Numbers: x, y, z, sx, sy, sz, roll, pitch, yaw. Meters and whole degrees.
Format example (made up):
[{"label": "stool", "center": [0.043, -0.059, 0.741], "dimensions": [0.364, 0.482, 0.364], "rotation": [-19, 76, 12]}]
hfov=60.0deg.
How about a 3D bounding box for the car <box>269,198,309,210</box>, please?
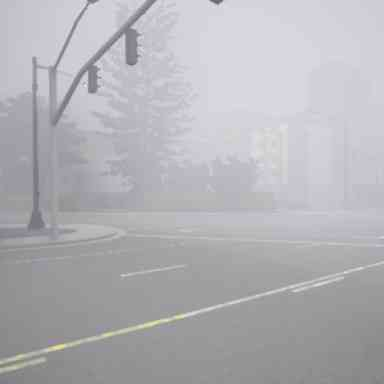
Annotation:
[{"label": "car", "center": [11.182, 1.401, 38.802], "dimensions": [1.895, 1.301, 4.718], "rotation": [-1, 0, -35]}]
